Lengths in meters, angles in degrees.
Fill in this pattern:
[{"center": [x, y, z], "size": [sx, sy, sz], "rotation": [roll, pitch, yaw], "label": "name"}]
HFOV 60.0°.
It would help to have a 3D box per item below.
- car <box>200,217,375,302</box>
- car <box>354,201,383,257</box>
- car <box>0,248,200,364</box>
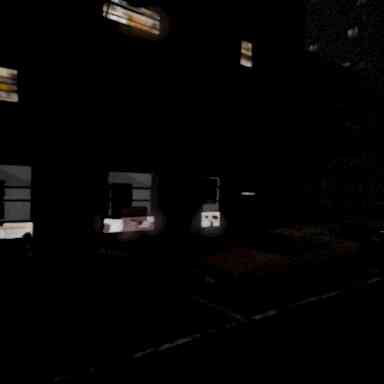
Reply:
[{"center": [2.337, 1.501, 8.205], "size": [4.829, 1.417, 1.752], "rotation": [0, 1, -35], "label": "car"}, {"center": [7.106, 1.269, 11.600], "size": [5.009, 1.841, 2.192], "rotation": [0, 1, -35], "label": "car"}, {"center": [-2.153, 1.578, 5.005], "size": [4.206, 1.307, 1.802], "rotation": [0, 1, -35], "label": "car"}]
